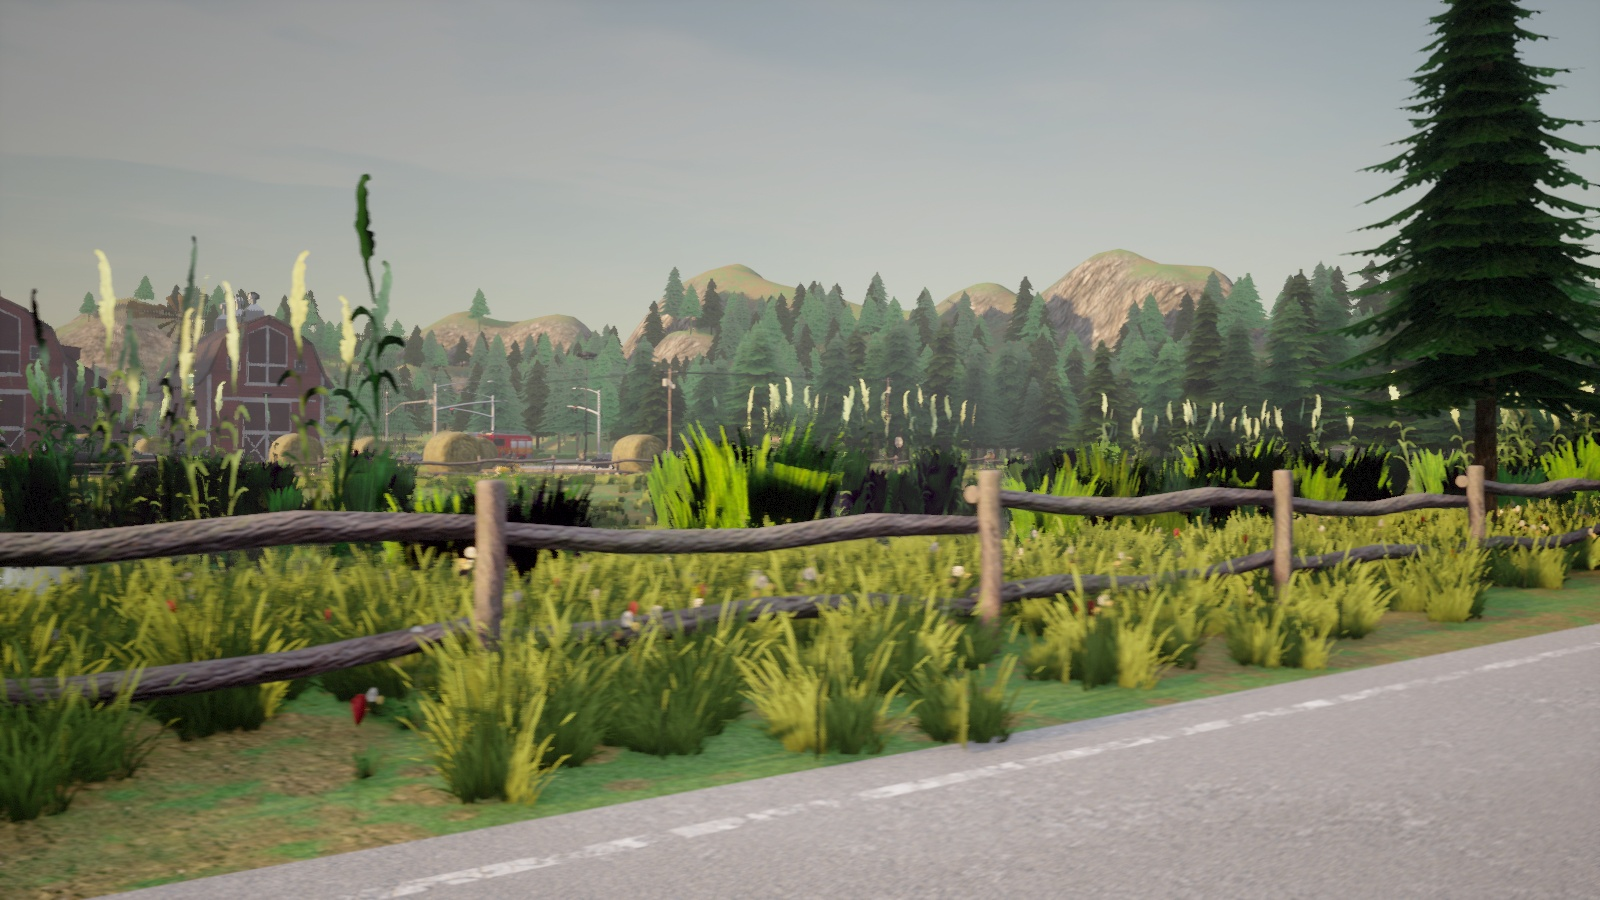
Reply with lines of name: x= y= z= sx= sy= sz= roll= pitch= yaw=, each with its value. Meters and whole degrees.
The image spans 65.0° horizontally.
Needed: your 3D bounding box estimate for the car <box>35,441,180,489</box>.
car: x=-31.209 y=0.645 z=56.664 sx=5.566 sy=2.045 sz=2.150 roll=0 pitch=0 yaw=-34
